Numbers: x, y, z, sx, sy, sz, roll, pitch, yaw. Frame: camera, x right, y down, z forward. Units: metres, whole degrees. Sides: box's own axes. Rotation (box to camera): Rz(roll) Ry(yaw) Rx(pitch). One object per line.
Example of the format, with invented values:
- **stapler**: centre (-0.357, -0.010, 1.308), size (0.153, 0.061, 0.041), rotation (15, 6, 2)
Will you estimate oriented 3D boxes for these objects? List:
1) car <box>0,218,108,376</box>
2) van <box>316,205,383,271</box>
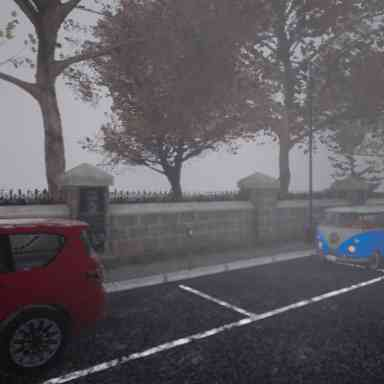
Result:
- **car**: centre (-3.540, 1.316, 4.034), size (5.009, 1.841, 2.192), rotation (0, 0, -36)
- **van**: centre (5.623, 1.329, 10.579), size (3.998, 1.788, 1.690), rotation (0, 0, -36)
